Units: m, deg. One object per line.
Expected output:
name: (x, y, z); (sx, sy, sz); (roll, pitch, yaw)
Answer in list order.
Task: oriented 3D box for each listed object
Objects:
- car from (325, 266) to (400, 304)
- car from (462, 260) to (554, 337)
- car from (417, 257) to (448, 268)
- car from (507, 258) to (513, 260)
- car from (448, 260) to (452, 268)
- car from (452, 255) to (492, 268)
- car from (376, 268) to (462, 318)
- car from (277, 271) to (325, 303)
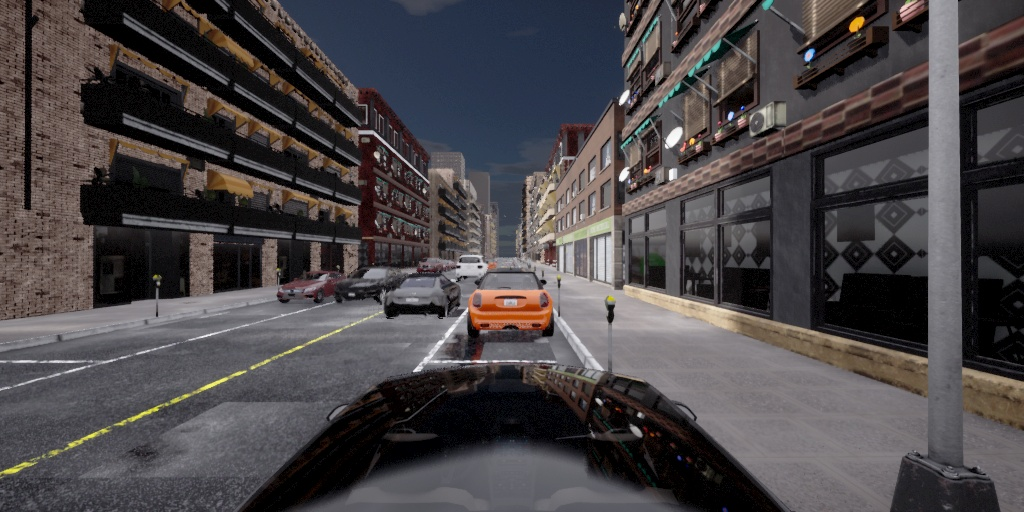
car: (-6.246, 1.228, 16.459); (1.882, 1.535, 5.008); (0, 0, 0)
car: (-0.032, 1.103, 10.469); (2.097, 1.767, 4.553); (0, 0, 0)
car: (-8.837, 1.064, 39.007); (2.192, 1.841, 5.009); (0, 0, 0)
car: (-0.456, 1.275, 39.173); (1.751, 1.417, 4.829); (0, 0, 0)
car: (-8.837, 1.188, 44.643); (1.967, 1.591, 4.097); (0, 0, 0)
car: (-3.139, 0.972, 29.032); (2.150, 2.045, 5.566); (0, 0, 0)
car: (-3.046, 1.315, 12.941); (1.994, 1.385, 4.181); (0, 0, 0)
car: (-8.837, 1.333, 16.462); (1.802, 1.307, 4.207); (0, 0, 0)
